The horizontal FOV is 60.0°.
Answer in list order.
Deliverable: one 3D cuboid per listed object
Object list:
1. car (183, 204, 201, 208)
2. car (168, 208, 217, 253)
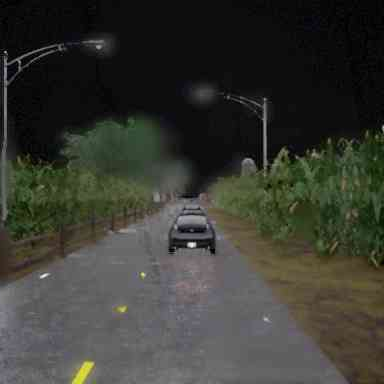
[{"bbox_3d":[0.006,1.780,29.305,2.128,1.511,4.902,0,0,0],"label":"car"},{"bbox_3d":[0.006,1.649,14.317,1.837,1.490,4.892,0,0,0],"label":"car"}]
